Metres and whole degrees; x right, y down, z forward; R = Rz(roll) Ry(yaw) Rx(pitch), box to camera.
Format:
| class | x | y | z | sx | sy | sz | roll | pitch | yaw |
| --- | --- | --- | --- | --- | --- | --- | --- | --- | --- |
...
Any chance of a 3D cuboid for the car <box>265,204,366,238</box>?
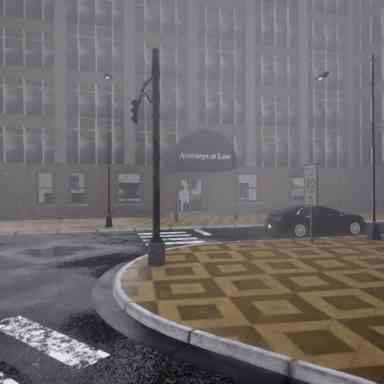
| class | x | y | z | sx | sy | sz | roll | pitch | yaw |
| --- | --- | --- | --- | --- | --- | --- | --- | --- | --- |
| car | 5.948 | 1.321 | 15.996 | 4.892 | 1.490 | 1.837 | 0 | 0 | -14 |
